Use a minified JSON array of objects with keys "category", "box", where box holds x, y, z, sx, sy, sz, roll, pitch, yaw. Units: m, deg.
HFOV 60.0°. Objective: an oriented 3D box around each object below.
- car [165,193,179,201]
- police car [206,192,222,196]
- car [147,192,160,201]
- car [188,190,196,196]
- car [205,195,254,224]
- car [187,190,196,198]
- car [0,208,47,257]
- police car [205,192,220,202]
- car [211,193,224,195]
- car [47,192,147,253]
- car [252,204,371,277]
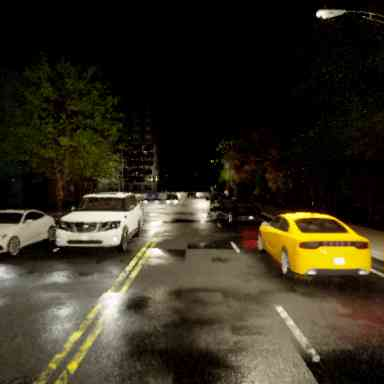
[{"category":"car","box":[-3.302,0.778,55.916,1.994,1.385,4.181,0,1,1]},{"category":"police car","box":[3.240,0.821,42.918,1.930,1.638,5.238,0,1,0]},{"category":"car","box":[-6.548,0.694,55.796,1.882,1.535,5.008,0,1,1]},{"category":"car","box":[-0.020,0.257,85.106,1.882,1.535,5.008,0,1,0]},{"category":"car","box":[2.731,1.199,21.691,1.837,1.490,4.892,0,1,-17]},{"category":"car","box":[-0.016,0.512,69.915,1.837,1.490,4.892,0,1,0]},{"category":"car","box":[-6.602,1.352,12.244,1.812,1.442,4.674,0,1,0]},{"category":"police car","box":[3.237,0.750,53.809,2.038,1.542,4.974,0,1,0]},{"category":"car","box":[3.243,1.099,31.810,2.033,1.411,5.357,0,1,0]},{"category":"car","box":[-3.353,1.035,13.134,2.150,2.045,5.566,0,1,0]},{"category":"car","box":[3.247,1.338,9.811,1.882,1.535,5.008,0,1,0]}]
